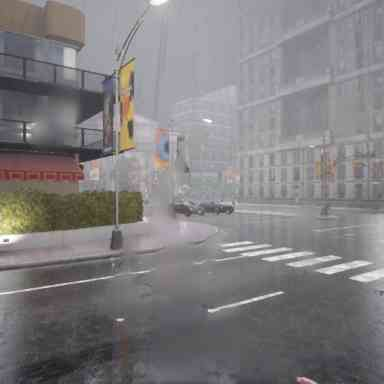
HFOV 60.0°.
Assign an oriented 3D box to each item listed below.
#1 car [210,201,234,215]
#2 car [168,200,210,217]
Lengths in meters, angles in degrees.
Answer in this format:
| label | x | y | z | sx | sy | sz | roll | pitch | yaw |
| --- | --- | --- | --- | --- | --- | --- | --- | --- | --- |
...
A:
| label | x | y | z | sx | sy | sz | roll | pitch | yaw |
| --- | --- | --- | --- | --- | --- | --- | --- | --- | --- |
| car | 2.204 | 1.601 | 34.094 | 1.895 | 1.301 | 4.718 | 0 | 0 | -35 |
| car | -0.647 | 1.526 | 32.065 | 1.812 | 1.442 | 4.674 | 0 | 0 | -35 |
